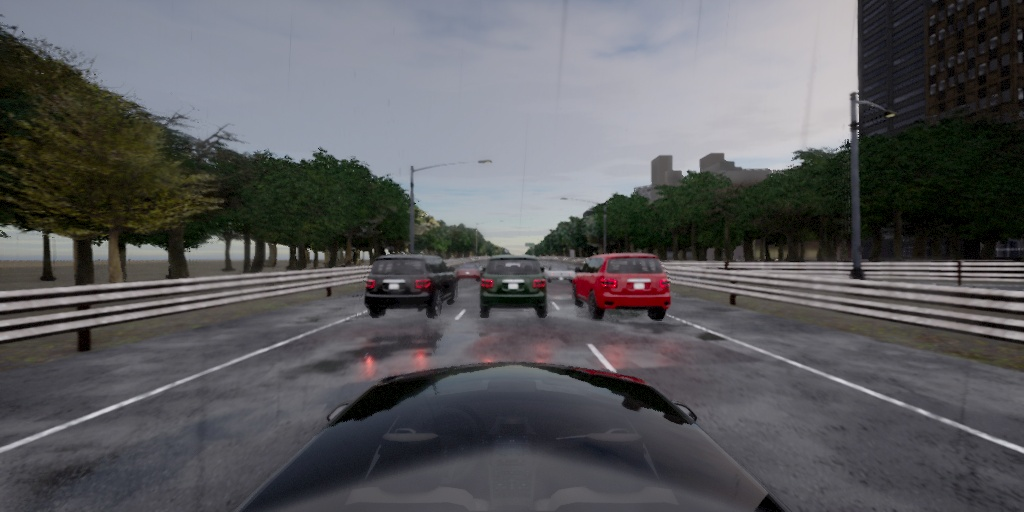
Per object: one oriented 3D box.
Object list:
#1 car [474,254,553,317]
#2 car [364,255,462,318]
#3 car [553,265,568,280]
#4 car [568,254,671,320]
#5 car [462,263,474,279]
[{"bbox_3d":[0.061,0.972,13.287,2.150,2.045,5.566,0,0,0],"label":"car"},{"bbox_3d":[-3.442,0.972,13.190,2.150,2.045,5.566,0,0,0],"label":"car"},{"bbox_3d":[3.554,1.327,27.859,1.895,1.301,4.718,0,0,0],"label":"car"},{"bbox_3d":[3.556,0.964,12.636,2.150,2.045,5.566,0,-1,1],"label":"car"},{"bbox_3d":[-3.434,1.280,29.874,1.994,1.385,4.181,0,0,0],"label":"car"}]
